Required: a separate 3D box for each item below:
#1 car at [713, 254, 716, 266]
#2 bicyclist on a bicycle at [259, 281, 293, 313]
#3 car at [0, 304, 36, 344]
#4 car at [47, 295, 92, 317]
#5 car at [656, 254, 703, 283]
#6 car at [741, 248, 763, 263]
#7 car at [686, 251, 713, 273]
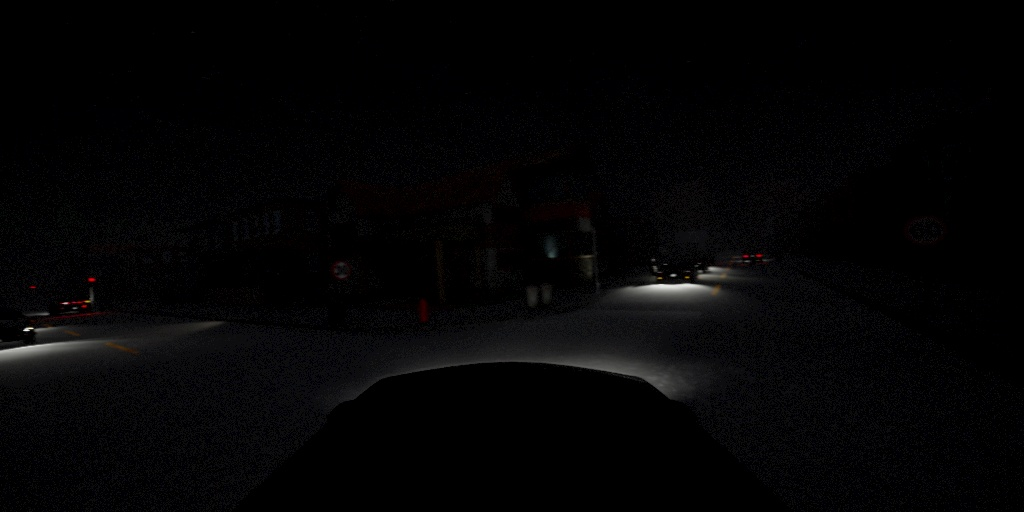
[{"bbox_3d":[20.503,0.265,38.050,2.128,1.511,4.902,-4,-1,33],"label":"car"},{"bbox_3d":[-12.477,2.126,18.934,0.582,1.620,1.656,-4,0,33],"label":"bicyclist on a bicycle"},{"bbox_3d":[-20.650,2.821,14.210,5.357,1.411,2.033,-4,-1,33],"label":"car"},{"bbox_3d":[-35.426,3.918,28.680,4.902,1.511,2.128,-4,-1,33],"label":"car"},{"bbox_3d":[10.138,0.855,21.899,1.994,1.385,4.181,-4,-1,33],"label":"car"},{"bbox_3d":[25.676,-0.023,38.407,2.033,1.411,5.357,-4,-1,33],"label":"car"},{"bbox_3d":[14.924,0.530,29.379,1.882,1.535,5.008,-4,-1,33],"label":"car"}]
